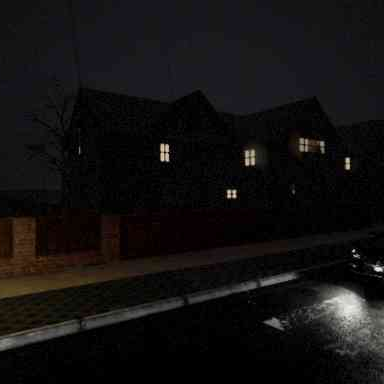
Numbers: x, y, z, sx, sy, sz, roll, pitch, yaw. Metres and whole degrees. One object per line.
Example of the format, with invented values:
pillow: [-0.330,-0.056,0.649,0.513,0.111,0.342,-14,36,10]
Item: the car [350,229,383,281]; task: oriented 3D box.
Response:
car: [6.069,1.415,8.643,4.892,1.490,1.837,-1,0,-35]
